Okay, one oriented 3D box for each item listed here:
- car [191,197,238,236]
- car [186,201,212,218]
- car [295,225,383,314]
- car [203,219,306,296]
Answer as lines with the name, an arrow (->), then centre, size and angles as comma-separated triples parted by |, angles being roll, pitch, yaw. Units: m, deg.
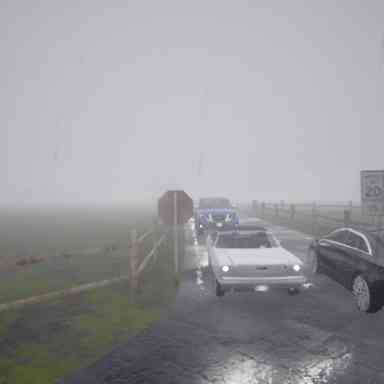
car -> 1.284, 1.310, 19.568 | 2.150, 2.045, 5.566 | -1, 0, -2
car -> 0.576, 1.705, 33.061 | 2.033, 1.411, 5.357 | -1, 0, -4
car -> 4.117, 1.490, 7.533 | 2.128, 1.511, 4.902 | -1, 0, 3
car -> 1.404, 1.639, 8.896 | 1.895, 1.301, 4.718 | -1, 0, 0
